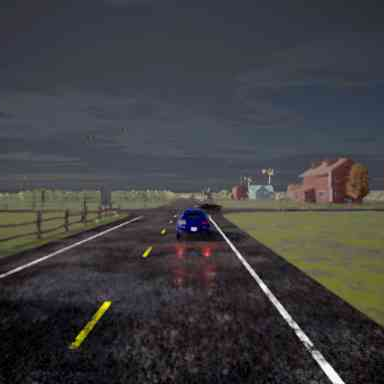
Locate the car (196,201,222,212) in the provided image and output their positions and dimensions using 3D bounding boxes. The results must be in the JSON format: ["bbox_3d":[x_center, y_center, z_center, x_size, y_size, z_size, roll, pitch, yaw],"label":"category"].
[{"bbox_3d":[2.100,1.872,41.709,2.128,1.511,4.902,-1,-1,30],"label":"car"}]

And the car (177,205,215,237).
[{"bbox_3d":[0.102,1.686,18.888,1.812,1.442,4.674,0,0,0],"label":"car"}]
